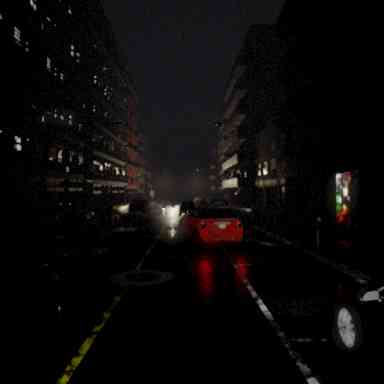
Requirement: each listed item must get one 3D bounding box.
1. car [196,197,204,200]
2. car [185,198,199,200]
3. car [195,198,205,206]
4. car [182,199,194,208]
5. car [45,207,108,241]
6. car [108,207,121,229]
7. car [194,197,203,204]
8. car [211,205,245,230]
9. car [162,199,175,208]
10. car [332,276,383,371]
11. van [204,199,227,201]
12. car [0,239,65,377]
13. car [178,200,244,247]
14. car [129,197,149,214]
[{"bbox_3d":[1.857,1.924,57.027,2.008,1.369,4.403,-1,0,-1],"label":"car"},{"bbox_3d":[-0.419,1.734,35.551,1.837,1.490,4.892,0,0,-1],"label":"car"},{"bbox_3d":[1.692,1.998,68.396,1.887,1.381,4.507,-1,0,-1],"label":"car"},{"bbox_3d":[-0.703,1.926,55.386,1.994,1.385,4.181,0,0,-1],"label":"car"},{"bbox_3d":[-5.945,1.675,17.122,1.947,1.339,4.313,-1,0,-1],"label":"car"},{"bbox_3d":[-6.028,1.711,22.806,1.947,1.339,4.313,-1,0,-1],"label":"car"},{"bbox_3d":[1.526,1.975,79.765,1.967,1.590,4.097,-1,0,-1],"label":"car"},{"bbox_3d":[2.348,1.669,23.094,1.752,1.417,4.829,-1,0,-1],"label":"car"},{"bbox_3d":[-3.838,1.869,55.312,1.837,1.490,4.892,0,-1,0],"label":"car"},{"bbox_3d":[3.102,1.523,3.262,1.837,1.490,4.892,0,0,-1],"label":"car"},{"bbox_3d":[2.266,1.521,28.609,1.690,1.788,3.998,-1,0,-1],"label":"van"},{"bbox_3d":[-3.157,1.590,4.054,1.994,1.385,4.181,0,0,-1],"label":"car"},{"bbox_3d":[0.764,1.450,15.873,2.097,1.767,4.553,0,0,-14],"label":"car"},{"bbox_3d":[-6.279,1.573,39.860,2.192,1.841,5.009,-1,0,-1],"label":"car"}]
